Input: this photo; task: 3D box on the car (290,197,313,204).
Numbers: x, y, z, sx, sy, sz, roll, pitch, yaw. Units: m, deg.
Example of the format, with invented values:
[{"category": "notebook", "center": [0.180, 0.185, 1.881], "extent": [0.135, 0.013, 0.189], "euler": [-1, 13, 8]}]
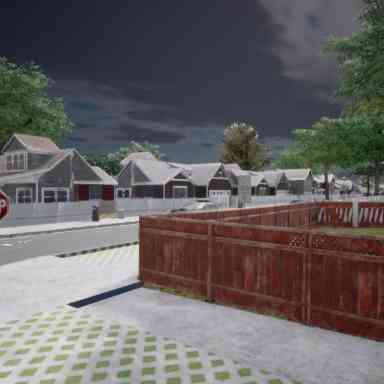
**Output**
[{"category": "car", "center": [15.250, 1.396, 46.004], "extent": [2.033, 1.411, 5.357], "euler": [0, 0, 36]}]

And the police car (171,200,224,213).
[{"category": "police car", "center": [0.774, 1.336, 21.380], "extent": [1.930, 1.638, 5.238], "euler": [0, 0, 36]}]
